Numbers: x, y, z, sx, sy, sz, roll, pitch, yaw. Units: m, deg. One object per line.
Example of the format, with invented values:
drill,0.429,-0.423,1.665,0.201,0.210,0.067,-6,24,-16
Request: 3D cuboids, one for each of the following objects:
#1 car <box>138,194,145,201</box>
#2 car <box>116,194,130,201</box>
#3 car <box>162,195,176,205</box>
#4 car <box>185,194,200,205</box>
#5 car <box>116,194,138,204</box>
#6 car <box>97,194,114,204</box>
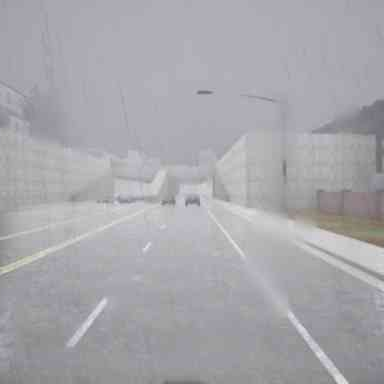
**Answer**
car,-10.516,1.118,66.981,1.812,1.442,4.674,0,0,0
car,-14.012,1.145,67.515,1.994,1.385,4.181,0,0,0
car,-3.409,1.185,50.262,2.128,1.511,4.902,0,0,0
car,0.092,1.049,49.749,2.097,1.767,4.553,0,0,0
car,-10.550,1.150,53.795,1.882,1.535,5.008,0,0,1
car,-14.048,1.163,54.028,2.128,1.511,4.902,0,0,1
